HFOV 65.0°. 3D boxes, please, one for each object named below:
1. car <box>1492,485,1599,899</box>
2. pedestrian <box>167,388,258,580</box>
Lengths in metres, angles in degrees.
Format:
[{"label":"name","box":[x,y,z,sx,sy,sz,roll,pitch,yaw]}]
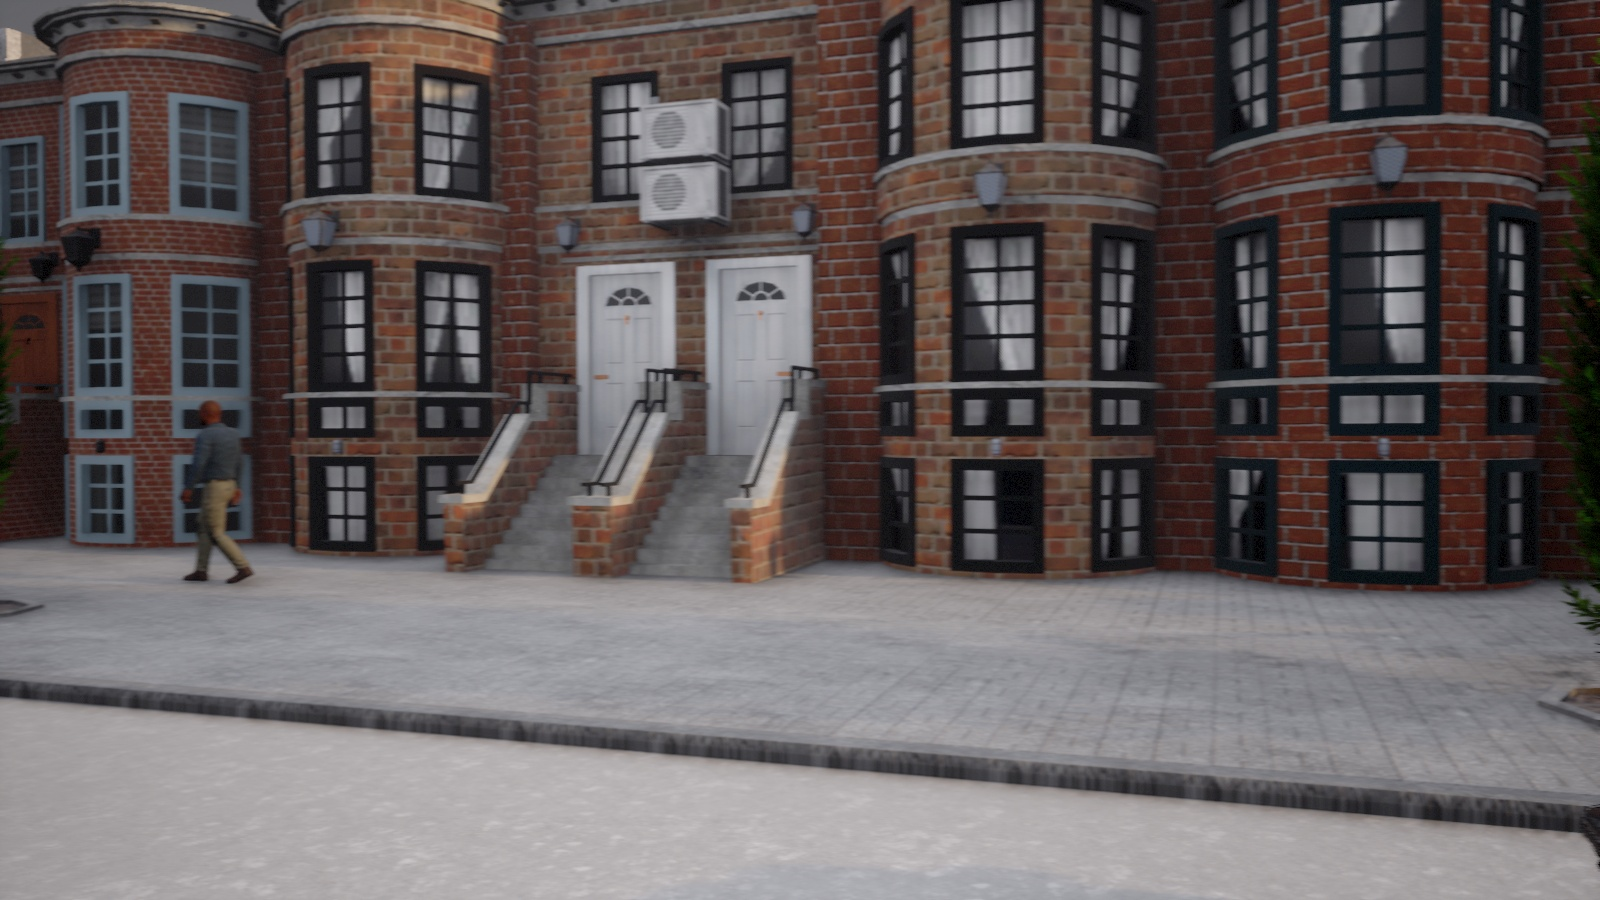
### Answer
[{"label":"car","box":[4.450,0.855,2.223,5.357,1.411,2.033,1,1,19]},{"label":"pedestrian","box":[-5.714,0.320,12.222,0.726,1.835,0.370,0,1,13]}]
